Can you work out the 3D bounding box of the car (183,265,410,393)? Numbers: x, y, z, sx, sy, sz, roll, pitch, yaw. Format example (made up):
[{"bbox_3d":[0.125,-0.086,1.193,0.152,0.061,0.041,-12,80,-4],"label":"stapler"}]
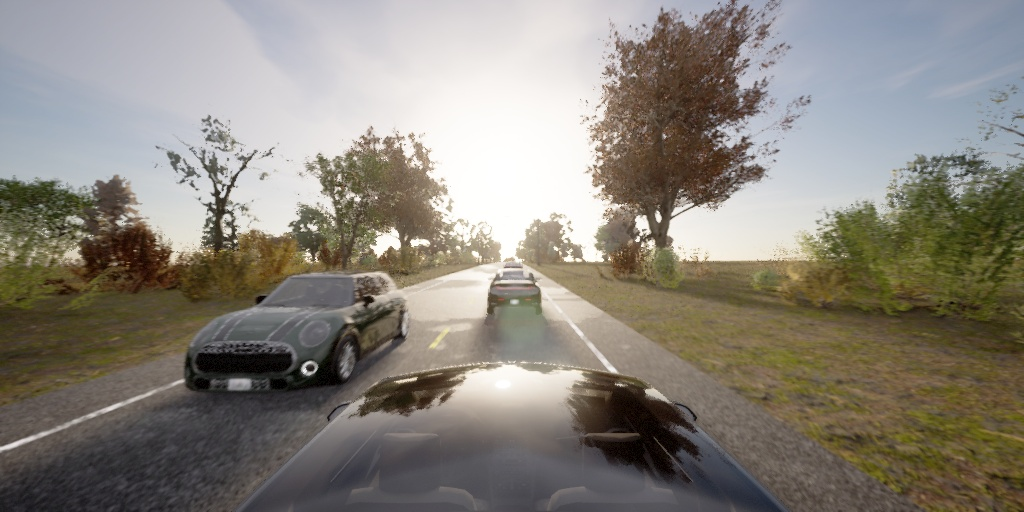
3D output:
[{"bbox_3d":[-3.573,1.097,6.964,2.097,1.767,4.553,0,0,0],"label":"car"}]

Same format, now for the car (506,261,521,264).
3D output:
[{"bbox_3d":[0.102,1.236,34.539,1.882,1.535,5.008,0,0,0],"label":"car"}]

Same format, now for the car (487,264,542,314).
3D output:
[{"bbox_3d":[0.090,1.234,13.726,2.128,1.511,4.902,0,0,0],"label":"car"}]
